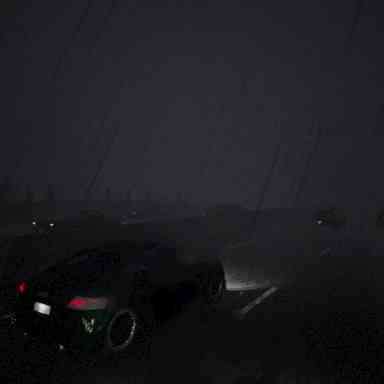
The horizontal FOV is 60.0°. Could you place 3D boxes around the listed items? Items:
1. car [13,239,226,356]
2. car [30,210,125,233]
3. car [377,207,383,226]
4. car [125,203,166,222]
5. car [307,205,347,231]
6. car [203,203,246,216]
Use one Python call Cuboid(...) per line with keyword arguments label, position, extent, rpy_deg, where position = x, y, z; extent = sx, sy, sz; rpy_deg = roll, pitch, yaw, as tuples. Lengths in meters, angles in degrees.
Cuboid(label="car", position=(-1.000, 1.591, 6.306), extent=(1.994, 1.385, 4.181), rpy_deg=(0, 0, 32))
Cuboid(label="car", position=(-6.176, 1.664, 18.125), extent=(1.895, 1.301, 4.718), rpy_deg=(0, 0, 32))
Cuboid(label="car", position=(15.202, 1.817, 25.361), extent=(1.812, 1.442, 4.674), rpy_deg=(0, -2, 31))
Cuboid(label="car", position=(-4.016, 1.645, 28.067), extent=(1.812, 1.442, 4.674), rpy_deg=(0, 0, 32))
Cuboid(label="car", position=(9.001, 1.642, 22.083), extent=(2.128, 1.511, 4.902), rpy_deg=(0, 0, 32))
Cuboid(label="car", position=(2.597, 1.638, 25.423), extent=(1.837, 1.490, 4.892), rpy_deg=(0, 0, 32))
